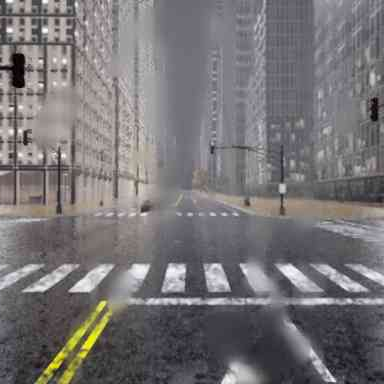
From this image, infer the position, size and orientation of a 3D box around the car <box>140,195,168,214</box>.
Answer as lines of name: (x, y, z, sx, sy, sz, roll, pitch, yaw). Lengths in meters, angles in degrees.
car: (-3.703, 1.318, 31.679, 1.994, 1.385, 4.181, 0, 1, -1)

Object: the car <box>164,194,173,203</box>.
car: (-4.149, 1.039, 57.391, 2.033, 1.411, 5.357, 0, 0, -1)
